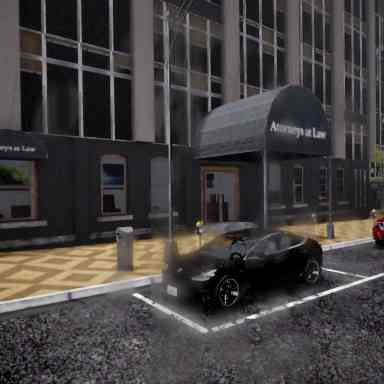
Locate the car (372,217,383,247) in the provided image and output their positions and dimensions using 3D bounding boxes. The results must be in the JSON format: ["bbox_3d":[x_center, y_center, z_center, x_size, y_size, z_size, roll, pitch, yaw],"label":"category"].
[{"bbox_3d":[9.620,1.310,14.038,5.009,1.841,2.192,0,-1,-37],"label":"car"}]

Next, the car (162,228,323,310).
[{"bbox_3d":[1.348,1.564,7.830,4.313,1.339,1.947,0,-1,-37],"label":"car"}]
